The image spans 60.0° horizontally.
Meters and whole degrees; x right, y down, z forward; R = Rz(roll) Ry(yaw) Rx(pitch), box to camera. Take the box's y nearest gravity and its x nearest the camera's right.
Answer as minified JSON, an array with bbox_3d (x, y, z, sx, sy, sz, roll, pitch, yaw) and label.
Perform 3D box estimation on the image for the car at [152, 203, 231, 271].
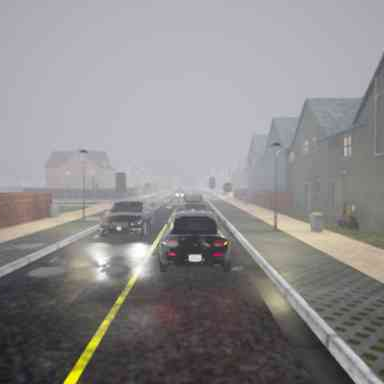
[{"bbox_3d":[0.075,1.269,9.850,1.812,1.442,4.674,0,2,0],"label":"car"}]

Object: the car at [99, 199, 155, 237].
[{"bbox_3d":[-2.832,1.107,15.326,1.837,1.490,4.892,0,1,0],"label":"car"}]

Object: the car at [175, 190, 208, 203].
[{"bbox_3d":[0.074,0.880,23.632,2.128,1.511,4.902,0,1,0],"label":"car"}]

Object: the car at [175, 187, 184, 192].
[{"bbox_3d":[-2.727,-0.364,73.941,2.128,1.511,4.902,0,1,0],"label":"car"}]
